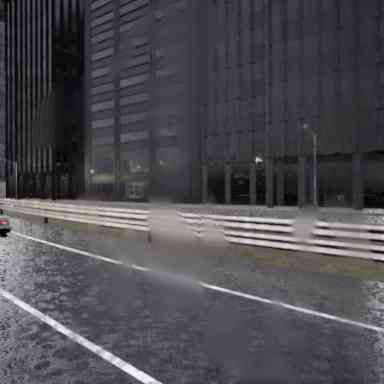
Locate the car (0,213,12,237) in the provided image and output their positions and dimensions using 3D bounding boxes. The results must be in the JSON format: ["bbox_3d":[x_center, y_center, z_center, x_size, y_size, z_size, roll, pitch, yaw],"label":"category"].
[{"bbox_3d":[-10.549,1.453,16.459,2.033,1.411,5.357,0,0,-43],"label":"car"}]
